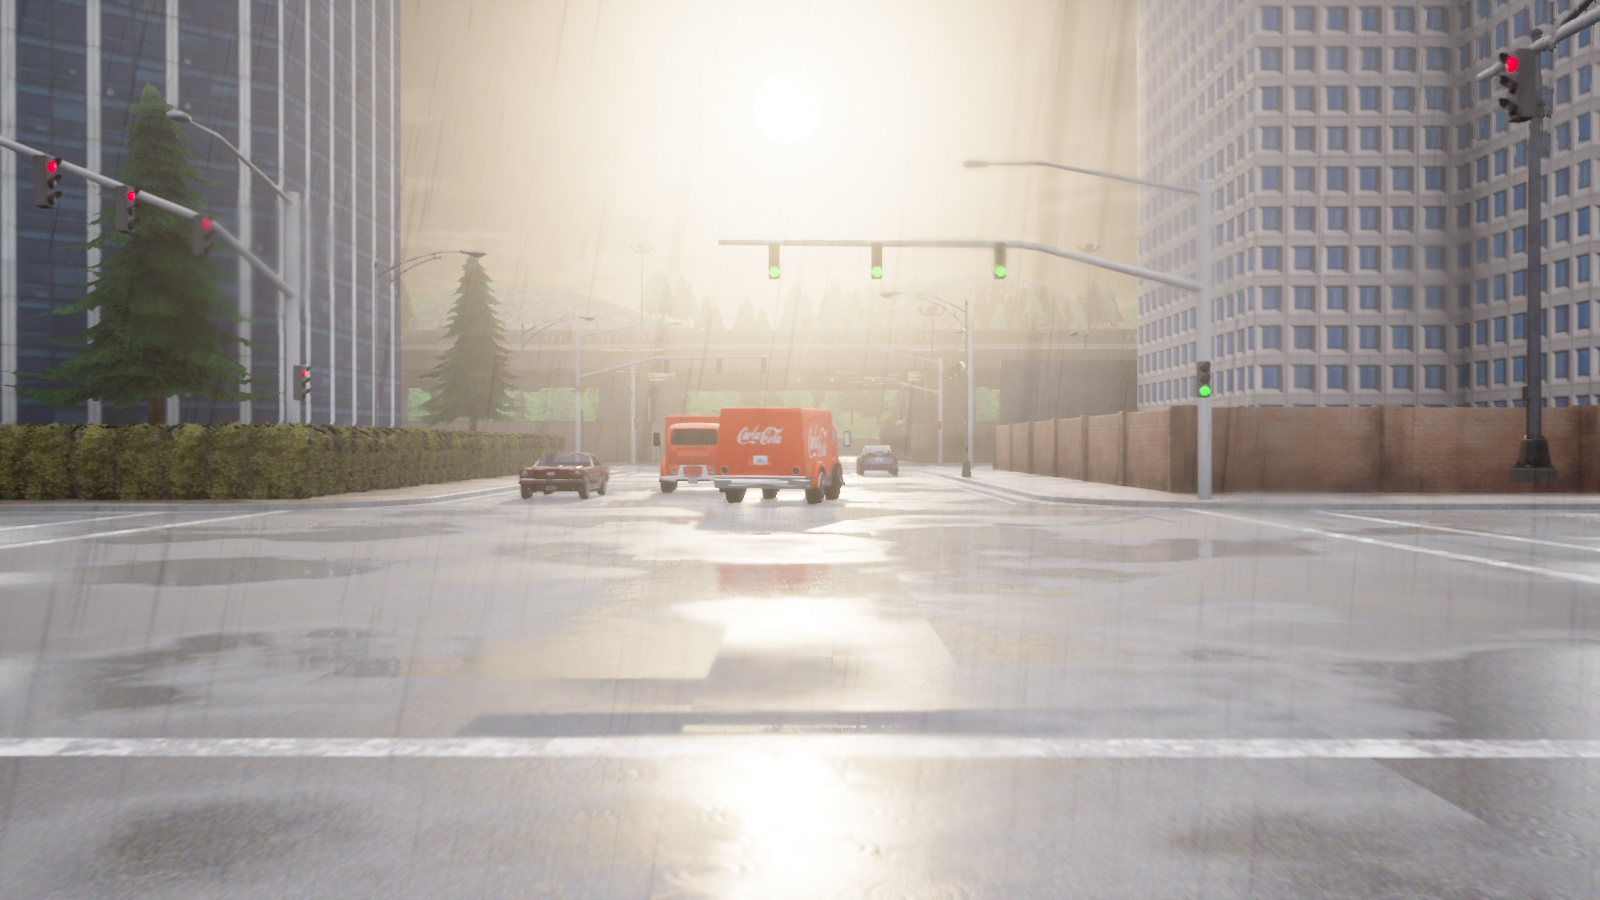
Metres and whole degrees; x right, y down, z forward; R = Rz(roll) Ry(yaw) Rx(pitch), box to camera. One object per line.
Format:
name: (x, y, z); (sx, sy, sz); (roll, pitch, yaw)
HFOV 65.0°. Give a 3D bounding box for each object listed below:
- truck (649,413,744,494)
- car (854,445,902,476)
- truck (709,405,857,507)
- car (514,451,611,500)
truck: (-3.253, 0.100, 40.672); (2.627, 2.467, 5.204); (0, 0, 0)
car: (3.876, 0.505, 63.307); (2.163, 1.488, 4.792); (0, 0, 0)
truck: (-0.322, 0.131, 33.286); (2.627, 2.467, 5.204); (0, 0, 15)
car: (-6.778, 0.701, 36.334); (1.895, 1.301, 4.718); (0, 0, 0)
